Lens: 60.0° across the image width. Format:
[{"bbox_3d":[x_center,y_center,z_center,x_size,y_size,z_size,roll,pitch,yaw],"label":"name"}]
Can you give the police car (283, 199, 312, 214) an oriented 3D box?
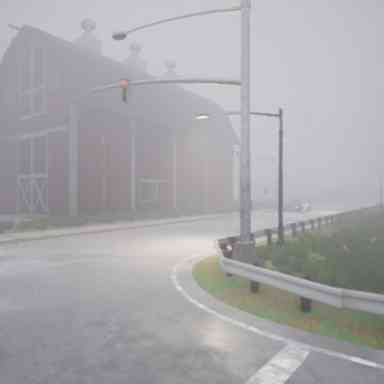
[{"bbox_3d":[11.294,1.514,35.924,2.038,1.542,4.974,0,0,37],"label":"police car"}]
